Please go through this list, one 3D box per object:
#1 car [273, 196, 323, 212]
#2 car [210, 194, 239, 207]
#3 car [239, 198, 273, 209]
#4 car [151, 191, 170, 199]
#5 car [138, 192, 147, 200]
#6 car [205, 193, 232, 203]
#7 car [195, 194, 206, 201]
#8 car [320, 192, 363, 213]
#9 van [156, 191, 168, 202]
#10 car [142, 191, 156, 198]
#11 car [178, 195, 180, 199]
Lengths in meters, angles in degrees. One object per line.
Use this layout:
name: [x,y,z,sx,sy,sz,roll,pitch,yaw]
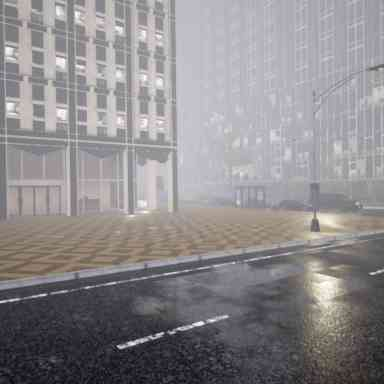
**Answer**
car: [11.296,1.422,35.665,1.947,1.339,4.313,-1,1,-35]
car: [4.915,1.318,45.074,1.947,1.339,4.313,-1,1,-35]
car: [8.088,1.387,40.359,1.802,1.307,4.206,-1,1,-35]
car: [-7.468,0.613,77.941,2.192,1.841,5.009,0,1,-35]
car: [-11.150,1.038,68.513,2.008,1.369,4.403,0,1,-35]
car: [4.461,1.231,50.398,1.994,1.385,4.181,-1,1,-34]
car: [2.198,1.042,63.898,1.802,1.307,4.206,-1,1,-35]
car: [14.964,1.055,35.108,2.150,2.045,5.566,-1,1,-35]
van: [-4.706,0.936,59.146,1.690,1.788,3.998,0,1,-35]
car: [-10.690,0.684,82.625,1.967,1.590,4.097,0,1,-35]
car: [-4.188,0.639,63.116,1.837,1.490,4.892,-1,1,-35]
